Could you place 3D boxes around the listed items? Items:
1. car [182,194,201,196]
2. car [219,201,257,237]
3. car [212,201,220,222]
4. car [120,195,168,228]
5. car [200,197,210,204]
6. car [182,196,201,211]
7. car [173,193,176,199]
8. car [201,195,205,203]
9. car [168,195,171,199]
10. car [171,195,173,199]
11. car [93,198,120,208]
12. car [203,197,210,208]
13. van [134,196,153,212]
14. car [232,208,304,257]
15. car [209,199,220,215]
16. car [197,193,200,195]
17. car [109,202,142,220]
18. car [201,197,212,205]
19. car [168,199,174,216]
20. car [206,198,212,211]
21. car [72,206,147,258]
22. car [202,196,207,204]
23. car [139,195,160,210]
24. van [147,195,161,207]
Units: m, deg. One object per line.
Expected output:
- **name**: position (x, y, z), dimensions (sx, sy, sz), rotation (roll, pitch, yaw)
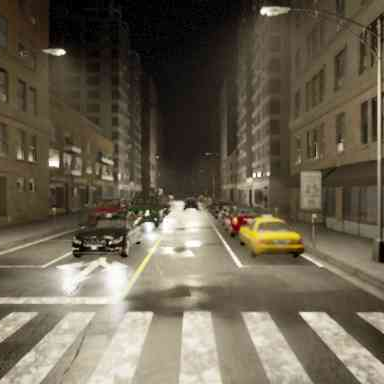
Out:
- **car**: position (-0.138, 1.548, 52.182), dimensions (2.128, 1.511, 4.902), rotation (0, 0, 0)
- **car**: position (2.812, 1.469, 18.146), dimensions (1.967, 1.590, 4.097), rotation (0, 0, 0)
- **car**: position (2.797, 1.586, 23.672), dimensions (2.008, 1.369, 4.403), rotation (0, 0, 0)
- **car**: position (-3.143, 1.260, 23.118), dimensions (2.150, 2.045, 5.566), rotation (0, 0, 0)
- **car**: position (2.674, 1.642, 67.879), dimensions (1.802, 1.307, 4.206), rotation (0, 0, 0)
- **car**: position (-0.112, 1.577, 42.146), dimensions (1.812, 1.442, 4.674), rotation (0, 0, 0)
- **car**: position (-5.913, 1.599, 89.789), dimensions (1.752, 1.417, 4.829), rotation (0, 0, 0)
- **car**: position (2.705, 1.607, 56.828), dimensions (2.008, 1.369, 4.403), rotation (0, 0, 0)
- **car**: position (-5.851, 1.590, 67.686), dimensions (1.752, 1.417, 4.829), rotation (0, 0, 0)
- **car**: position (-5.867, 1.506, 73.382), dimensions (1.967, 1.590, 4.097), rotation (0, 0, 0)
- **car**: position (-5.729, 1.355, 23.649), dimensions (2.192, 1.841, 5.009), rotation (0, 0, 0)
- **car**: position (2.752, 1.600, 40.250), dimensions (2.008, 1.369, 4.403), rotation (0, 0, 0)
- **van**: position (-5.775, 1.395, 40.227), dimensions (1.690, 1.788, 3.998), rotation (0, 0, 0)
- **car**: position (2.828, 1.548, 12.790), dimensions (1.752, 1.417, 4.829), rotation (0, 0, 0)
- **car**: position (2.782, 1.606, 29.198), dimensions (1.947, 1.339, 4.313), rotation (0, 0, 0)
- **car**: position (2.658, 1.501, 73.405), dimensions (1.967, 1.590, 4.097), rotation (0, 0, 0)
- **car**: position (-5.744, 1.596, 29.175), dimensions (2.008, 1.369, 4.403), rotation (0, 0, 0)
- **car**: position (2.690, 1.609, 62.353), dimensions (2.008, 1.369, 4.403), rotation (0, 0, 0)
- **car**: position (-3.165, 1.648, 33.416), dimensions (1.895, 1.301, 4.718), rotation (0, 0, 0)
- **car**: position (2.767, 1.590, 34.724), dimensions (1.887, 1.381, 4.507), rotation (0, 0, 0)
- **car**: position (-3.119, 1.532, 13.030), dimensions (1.837, 1.490, 4.892), rotation (0, 0, 0)
- **car**: position (2.736, 1.634, 45.776), dimensions (1.802, 1.307, 4.206), rotation (0, 0, 0)
- **car**: position (-5.790, 1.372, 45.753), dimensions (2.192, 1.841, 5.009), rotation (0, 0, 0)
- **van**: position (-5.803, 1.401, 51.277), dimensions (1.690, 1.788, 3.998), rotation (0, 0, 0)
